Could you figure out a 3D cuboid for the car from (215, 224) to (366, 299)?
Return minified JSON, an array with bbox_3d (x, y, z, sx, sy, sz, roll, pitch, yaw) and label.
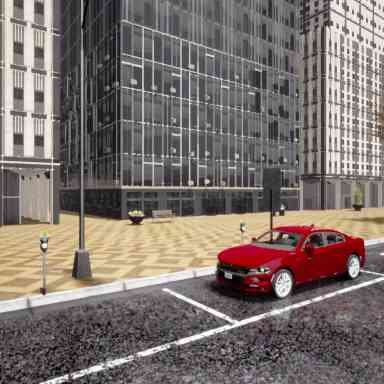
[{"bbox_3d":[2.606,1.545,8.422,4.507,1.381,1.887,0,0,-36],"label":"car"}]
